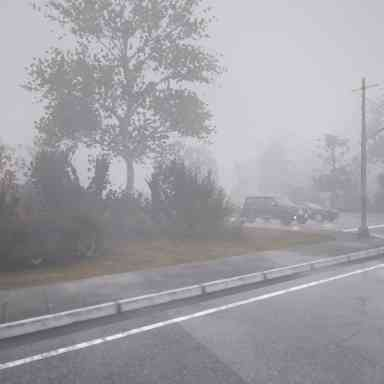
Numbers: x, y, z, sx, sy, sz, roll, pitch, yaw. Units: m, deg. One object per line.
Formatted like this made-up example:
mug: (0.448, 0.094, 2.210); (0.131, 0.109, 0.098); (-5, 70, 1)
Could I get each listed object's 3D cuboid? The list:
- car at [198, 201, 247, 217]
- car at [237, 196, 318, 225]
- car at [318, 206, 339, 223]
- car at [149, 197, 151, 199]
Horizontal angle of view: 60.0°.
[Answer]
car: (3.049, 1.706, 34.156); (1.882, 1.535, 5.008); (0, -1, -43)
car: (6.201, 1.316, 25.101); (2.150, 2.045, 5.566); (0, -1, -37)
car: (9.236, 1.566, 26.845); (1.882, 1.535, 5.008); (0, -1, -39)
car: (-6.983, 1.872, 53.758); (5.566, 2.045, 2.150); (-1, -1, 39)
